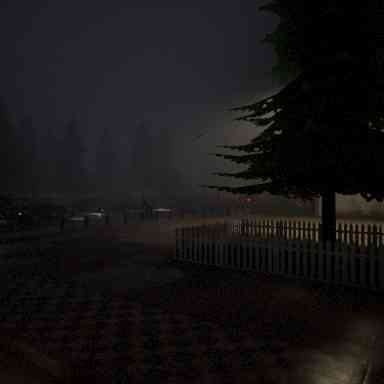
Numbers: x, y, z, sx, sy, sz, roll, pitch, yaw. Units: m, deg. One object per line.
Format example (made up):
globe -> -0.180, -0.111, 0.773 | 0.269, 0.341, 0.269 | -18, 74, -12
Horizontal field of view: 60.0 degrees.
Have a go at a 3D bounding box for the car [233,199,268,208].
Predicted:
car -> 8.425, 1.221, 47.423 | 2.150, 2.045, 5.566 | 0, 0, 36

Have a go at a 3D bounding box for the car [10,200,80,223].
car -> -11.313, 1.564, 25.803 | 1.994, 1.385, 4.181 | 0, 0, 36

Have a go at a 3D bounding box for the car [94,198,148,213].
car -> -7.822, 1.547, 37.028 | 2.033, 1.411, 5.357 | 0, 0, 35

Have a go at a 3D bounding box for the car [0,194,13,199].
car -> -18.155, 1.222, 28.566 | 2.150, 2.045, 5.566 | 0, 0, 35

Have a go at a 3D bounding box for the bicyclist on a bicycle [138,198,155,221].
bicyclist on a bicycle -> -3.363, 1.302, 24.363 | 1.656, 1.620, 0.582 | 0, 0, 35

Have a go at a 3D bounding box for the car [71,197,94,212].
car -> -12.554, 1.352, 36.419 | 2.097, 1.767, 4.553 | 0, 0, 36

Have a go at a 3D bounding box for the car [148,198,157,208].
car -> -6.608, 1.526, 44.753 | 1.812, 1.442, 4.674 | 0, 0, 36

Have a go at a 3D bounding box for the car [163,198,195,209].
car -> -1.653, 1.547, 45.656 | 2.033, 1.411, 5.357 | 0, 0, 36

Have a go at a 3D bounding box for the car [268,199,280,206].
car -> 14.335, 1.547, 55.724 | 2.033, 1.411, 5.357 | 0, 0, 36

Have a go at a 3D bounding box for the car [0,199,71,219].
car -> -13.668, 1.547, 28.831 | 2.033, 1.411, 5.357 | 0, 0, 35

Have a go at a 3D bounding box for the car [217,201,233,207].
car -> 5.530, 1.564, 49.465 | 1.994, 1.385, 4.181 | 0, 0, 36
